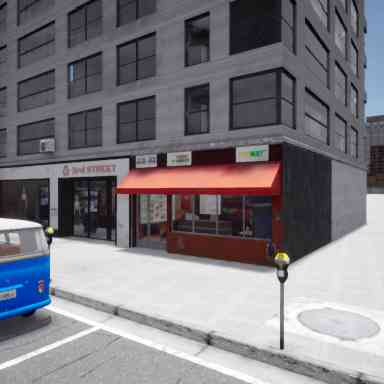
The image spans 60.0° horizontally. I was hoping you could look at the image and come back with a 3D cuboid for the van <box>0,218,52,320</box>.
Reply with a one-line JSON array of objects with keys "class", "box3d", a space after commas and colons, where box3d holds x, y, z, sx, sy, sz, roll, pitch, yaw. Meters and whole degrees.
[{"class": "van", "box3d": [-4.327, 1.341, 6.165, 3.998, 1.788, 1.690, 0, 0, 36]}]
